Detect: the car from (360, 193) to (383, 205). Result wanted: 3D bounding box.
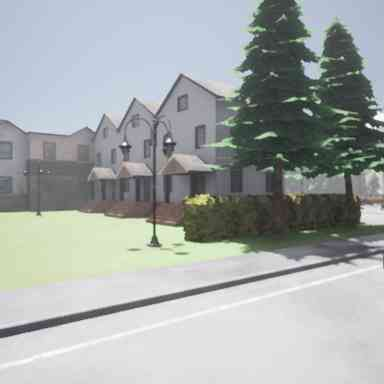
[{"bbox_3d":[27.559,1.075,49.512,1.932,1.855,4.605,0,0,-36],"label":"car"}]

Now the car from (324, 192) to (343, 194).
[{"bbox_3d":[30.301,1.047,72.933,1.905,1.878,3.866,0,0,-36],"label":"car"}]
